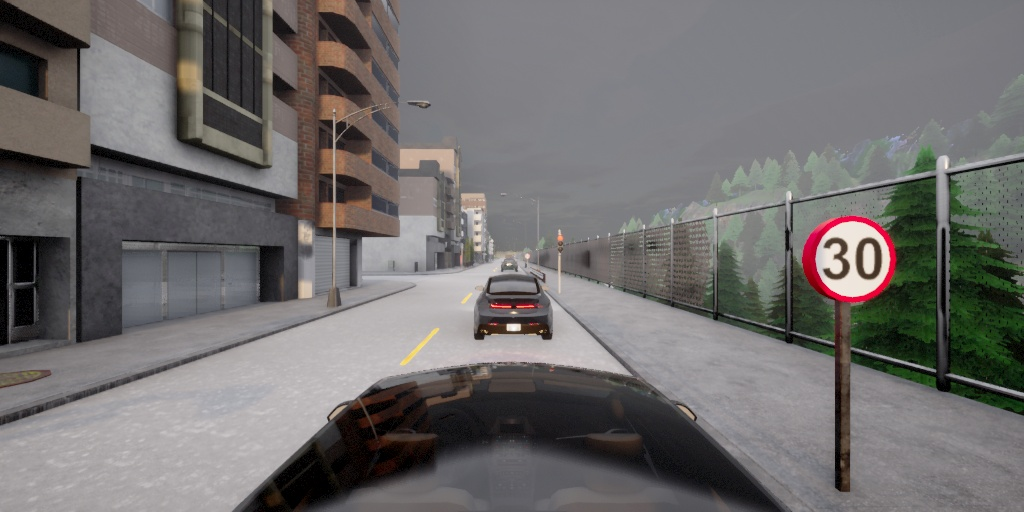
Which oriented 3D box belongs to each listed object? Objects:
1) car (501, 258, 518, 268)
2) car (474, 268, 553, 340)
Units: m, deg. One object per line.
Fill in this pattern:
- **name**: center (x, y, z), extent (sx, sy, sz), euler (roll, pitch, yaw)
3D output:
- **car**: center (-0.338, 1.102, 46.220), extent (2.097, 1.767, 4.553), euler (0, 0, -1)
- **car**: center (0.015, 1.255, 9.957), extent (1.837, 1.490, 4.892), euler (0, 0, 0)
